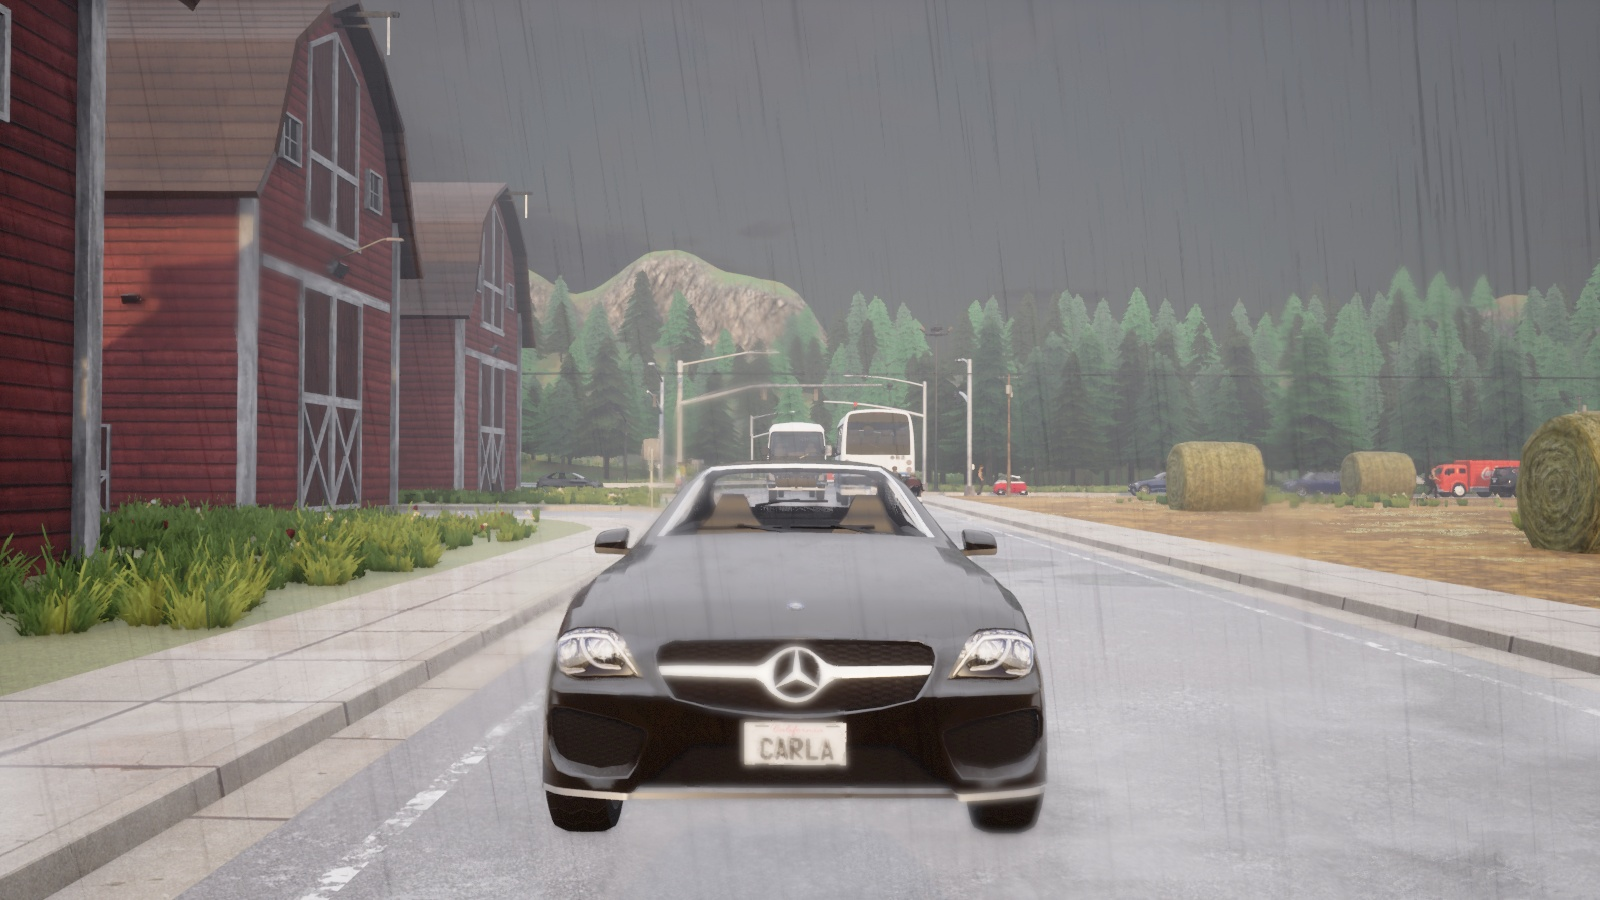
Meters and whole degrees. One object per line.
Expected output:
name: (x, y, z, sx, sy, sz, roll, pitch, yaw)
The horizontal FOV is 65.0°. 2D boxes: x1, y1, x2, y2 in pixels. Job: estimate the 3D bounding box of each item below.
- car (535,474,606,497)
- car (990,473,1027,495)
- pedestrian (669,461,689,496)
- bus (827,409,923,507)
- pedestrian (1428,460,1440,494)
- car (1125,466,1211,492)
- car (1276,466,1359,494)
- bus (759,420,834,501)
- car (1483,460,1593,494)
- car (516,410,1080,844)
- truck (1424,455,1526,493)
car: (-14.528, 2.246, 79.589, 4.193, 1.474, 1.816, 0, -1, 1)
car: (13.740, 2.225, 82.648, 2.207, 1.376, 1.481, 0, -1, 1)
pedestrian: (-6.739, 1.567, 70.019, 0.873, 1.952, 0.659, 0, -1, -32)
bus: (3.349, 0.417, 59.418, 3.944, 4.253, 10.273, 0, -1, 0)
pedestrian: (34.567, 1.481, 68.485, 0.594, 1.836, 0.345, -1, -1, 26)
car: (24.148, 1.905, 82.490, 5.027, 1.651, 2.152, 0, -1, 1)
car: (33.914, 1.943, 82.336, 4.553, 1.767, 2.097, 0, -1, 1)
bus: (-0.181, 0.638, 71.583, 3.944, 4.253, 10.273, 0, -1, 0)
car: (46.188, 1.693, 78.649, 5.566, 2.045, 2.150, 0, -1, 1)
car: (-0.019, 0.716, 7.320, 2.152, 1.651, 5.027, 0, -1, 0)
truck: (44.129, 1.555, 82.186, 5.204, 2.467, 2.627, 0, -1, 1)
